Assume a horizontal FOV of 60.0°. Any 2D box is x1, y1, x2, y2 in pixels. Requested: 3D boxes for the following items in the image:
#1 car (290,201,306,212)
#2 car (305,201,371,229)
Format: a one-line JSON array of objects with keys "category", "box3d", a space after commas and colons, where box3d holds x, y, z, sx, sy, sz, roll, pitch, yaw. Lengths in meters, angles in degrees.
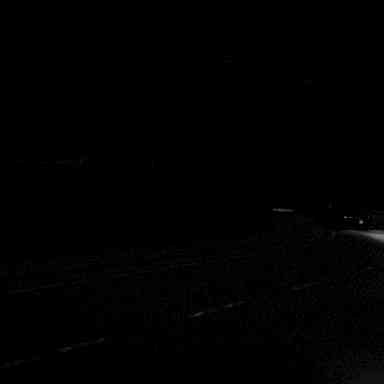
[{"category": "car", "box3d": [12.952, 1.592, 36.548, 1.895, 1.301, 4.718, 0, 0, -24]}, {"category": "car", "box3d": [9.650, 1.485, 21.784, 2.128, 1.511, 4.902, 0, 0, -5]}]
